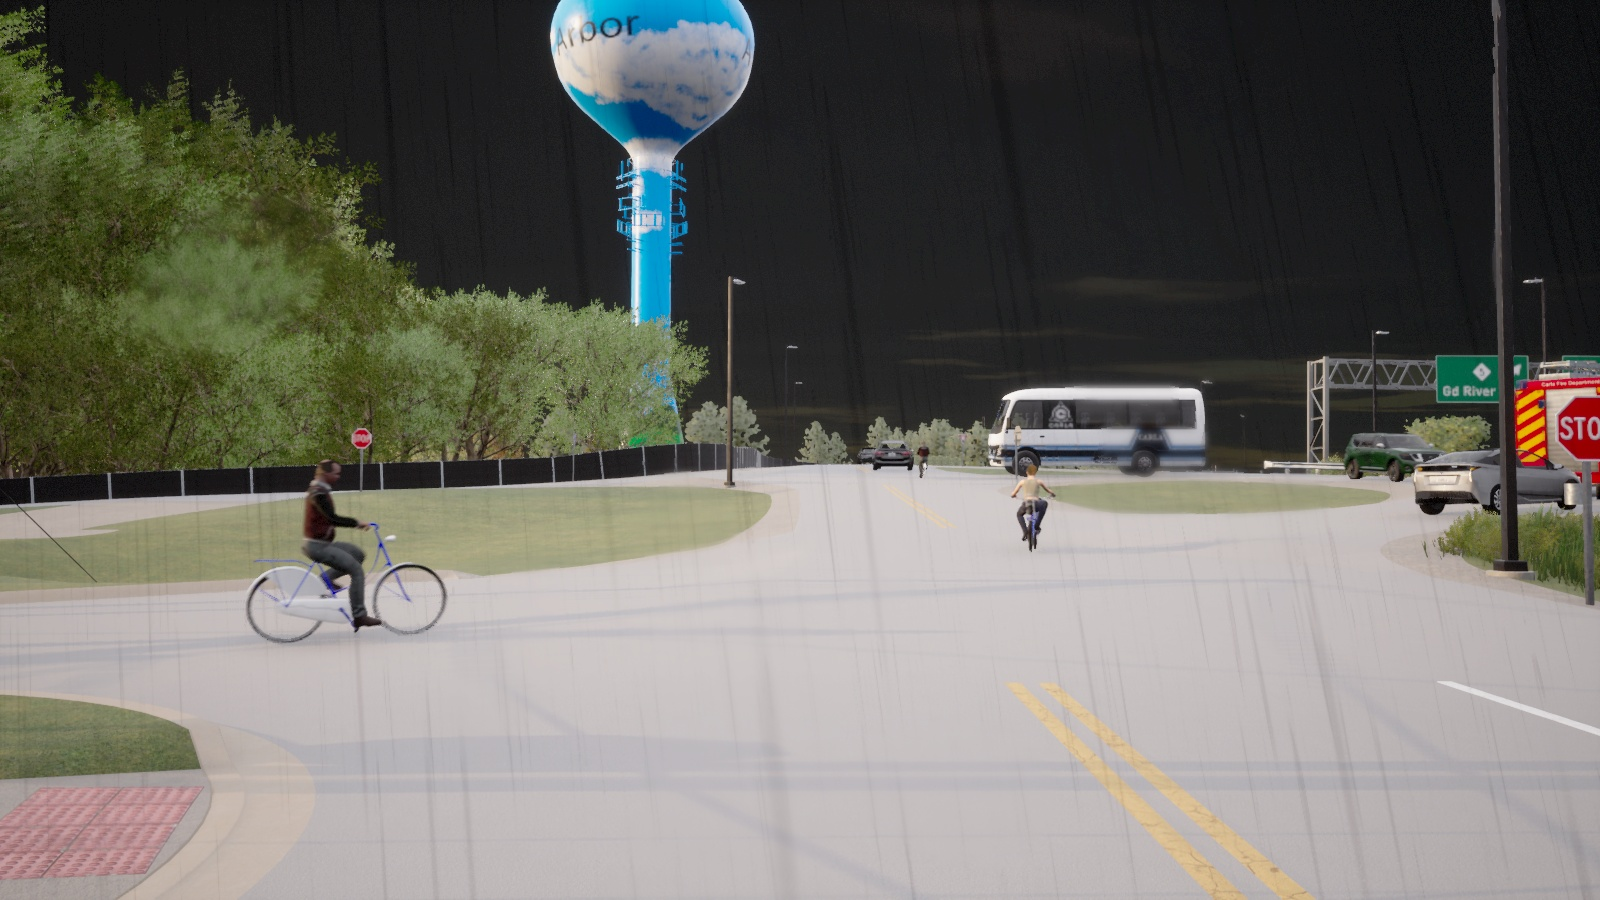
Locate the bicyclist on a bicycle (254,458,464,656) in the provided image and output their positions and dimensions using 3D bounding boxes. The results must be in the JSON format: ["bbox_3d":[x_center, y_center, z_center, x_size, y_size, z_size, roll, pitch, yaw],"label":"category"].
[{"bbox_3d":[-4.294,1.006,12.245,1.843,1.776,0.659,-1,-2,-23],"label":"bicyclist on a bicycle"}]

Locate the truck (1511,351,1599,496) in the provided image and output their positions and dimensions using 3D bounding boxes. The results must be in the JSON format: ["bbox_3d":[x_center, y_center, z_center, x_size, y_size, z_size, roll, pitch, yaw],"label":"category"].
[{"bbox_3d":[23.907,-0.756,36.609,8.468,3.827,2.891,-1,-1,-42],"label":"truck"}]

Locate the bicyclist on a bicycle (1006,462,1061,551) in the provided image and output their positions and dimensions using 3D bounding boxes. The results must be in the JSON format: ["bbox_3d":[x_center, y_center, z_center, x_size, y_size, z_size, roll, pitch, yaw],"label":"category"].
[{"bbox_3d":[4.412,1.048,23.673,0.866,1.612,1.509,-1,-1,15],"label":"bicyclist on a bicycle"}]

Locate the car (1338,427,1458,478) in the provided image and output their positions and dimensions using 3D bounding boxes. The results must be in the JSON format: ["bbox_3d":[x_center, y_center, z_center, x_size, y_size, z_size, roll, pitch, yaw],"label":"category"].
[{"bbox_3d":[25.315,0.080,53.404,2.150,2.045,5.566,0,0,-4],"label":"car"}]

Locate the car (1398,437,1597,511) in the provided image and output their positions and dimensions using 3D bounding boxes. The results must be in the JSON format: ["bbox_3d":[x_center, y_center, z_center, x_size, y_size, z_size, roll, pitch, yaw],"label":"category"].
[{"bbox_3d":[16.541,0.550,29.741,4.514,1.525,2.007,-2,-1,-30],"label":"car"}]

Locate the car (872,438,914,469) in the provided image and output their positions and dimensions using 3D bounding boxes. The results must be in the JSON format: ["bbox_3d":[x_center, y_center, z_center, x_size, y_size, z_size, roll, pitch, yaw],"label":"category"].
[{"bbox_3d":[5.289,0.168,71.055,2.242,1.667,4.611,0,1,5],"label":"car"}]

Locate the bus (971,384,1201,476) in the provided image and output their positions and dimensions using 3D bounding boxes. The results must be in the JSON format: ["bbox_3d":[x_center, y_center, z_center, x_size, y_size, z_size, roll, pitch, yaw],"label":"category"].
[{"bbox_3d":[13.733,-0.961,61.020,10.273,4.253,3.944,0,1,1],"label":"bus"}]
